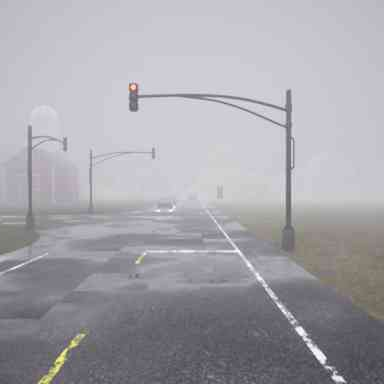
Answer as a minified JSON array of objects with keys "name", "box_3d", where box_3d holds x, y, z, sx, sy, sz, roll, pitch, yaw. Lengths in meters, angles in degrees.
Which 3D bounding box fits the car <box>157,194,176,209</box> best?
[{"name":"car","box_3d":[-3.561,1.442,45.112,1.882,1.535,5.008,0,0,0]}]

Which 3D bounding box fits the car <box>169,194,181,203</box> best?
[{"name":"car","box_3d":[-3.464,1.281,67.097,2.097,1.767,4.553,0,0,1]}]

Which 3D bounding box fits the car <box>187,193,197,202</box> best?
[{"name":"car","box_3d":[0.067,1.132,74.720,2.150,2.045,5.566,0,0,0]}]

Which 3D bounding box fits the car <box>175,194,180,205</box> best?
[{"name":"car","box_3d":[-3.546,1.513,55.007,1.994,1.385,4.181,0,0,0]}]
